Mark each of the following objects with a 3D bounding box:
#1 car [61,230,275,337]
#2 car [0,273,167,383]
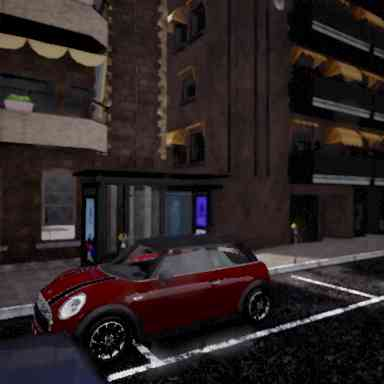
[{"bbox_3d":[-0.547,1.536,5.852,4.097,1.590,1.967,1,-1,-32],"label":"car"},{"bbox_3d":[-2.906,1.562,1.305,5.357,1.411,2.033,1,-1,-32],"label":"car"}]
